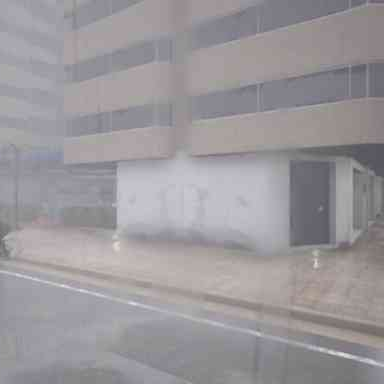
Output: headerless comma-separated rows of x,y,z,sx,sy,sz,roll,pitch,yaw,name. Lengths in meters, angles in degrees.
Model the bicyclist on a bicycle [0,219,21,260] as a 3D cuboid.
-6.028,1.383,10.133,0.582,1.620,1.656,0,4,33,bicyclist on a bicycle
